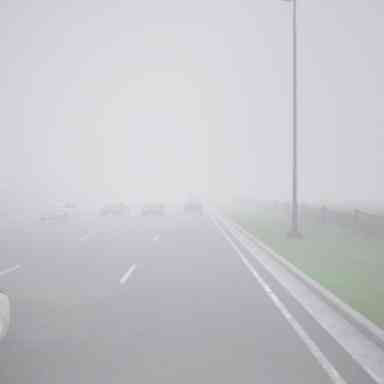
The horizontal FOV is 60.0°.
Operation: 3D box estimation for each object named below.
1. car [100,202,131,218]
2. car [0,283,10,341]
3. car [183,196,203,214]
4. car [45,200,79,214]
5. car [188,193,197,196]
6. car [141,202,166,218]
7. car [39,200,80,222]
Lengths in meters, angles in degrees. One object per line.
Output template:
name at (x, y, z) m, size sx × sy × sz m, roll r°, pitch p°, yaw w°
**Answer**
car at (-6.902, 1.610, 30.527) m, size 1.895 × 1.301 × 4.718 m, roll 0°, pitch 0°, yaw 0°
car at (-3.402, 1.223, 1.878) m, size 2.150 × 2.045 × 5.566 m, roll 0°, pitch 0°, yaw 0°
car at (0.099, 1.488, 34.882) m, size 1.882 × 1.535 × 5.008 m, roll 0°, pitch 0°, yaw 0°
car at (-13.901, 1.574, 35.779) m, size 1.994 × 1.385 × 4.181 m, roll 0°, pitch 0°, yaw 0°
car at (0.099, 1.239, 61.329) m, size 2.150 × 2.045 × 5.566 m, roll 0°, pitch 0°, yaw 0°
car at (-3.403, 1.610, 30.527) m, size 1.895 × 1.301 × 4.718 m, roll 0°, pitch 0°, yaw 0°
car at (-10.400, 1.533, 26.317) m, size 1.812 × 1.442 × 4.674 m, roll 0°, pitch 0°, yaw 0°
